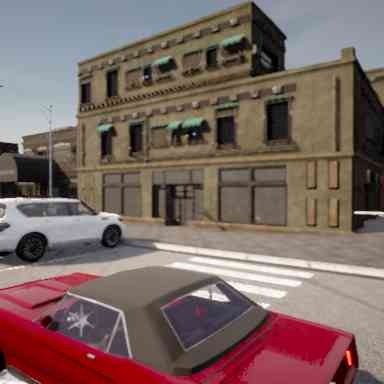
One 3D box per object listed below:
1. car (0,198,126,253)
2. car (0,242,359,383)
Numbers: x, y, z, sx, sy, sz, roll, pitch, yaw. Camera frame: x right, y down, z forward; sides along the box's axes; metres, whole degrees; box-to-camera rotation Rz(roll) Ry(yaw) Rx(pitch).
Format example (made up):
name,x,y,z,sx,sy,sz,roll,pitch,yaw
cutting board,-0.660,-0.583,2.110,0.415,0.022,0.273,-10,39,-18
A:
name,x,y,z,sx,sy,sz,roll,pitch,yaw
car,-5.083,1.239,12.603,2.435,2.045,5.566,0,0,35
car,-0.777,1.603,3.921,4.718,1.301,1.895,0,0,35
